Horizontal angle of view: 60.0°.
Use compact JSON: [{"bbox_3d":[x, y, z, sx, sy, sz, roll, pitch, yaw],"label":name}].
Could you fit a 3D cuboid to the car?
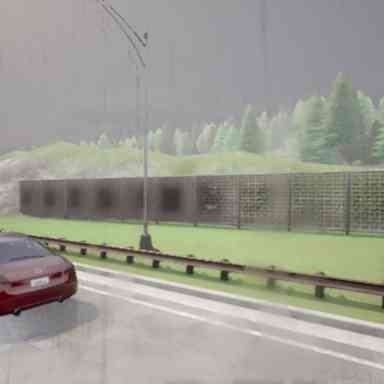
[{"bbox_3d":[-4.337,1.564,7.081,4.181,1.385,1.994,0,0,35],"label":"car"}]
